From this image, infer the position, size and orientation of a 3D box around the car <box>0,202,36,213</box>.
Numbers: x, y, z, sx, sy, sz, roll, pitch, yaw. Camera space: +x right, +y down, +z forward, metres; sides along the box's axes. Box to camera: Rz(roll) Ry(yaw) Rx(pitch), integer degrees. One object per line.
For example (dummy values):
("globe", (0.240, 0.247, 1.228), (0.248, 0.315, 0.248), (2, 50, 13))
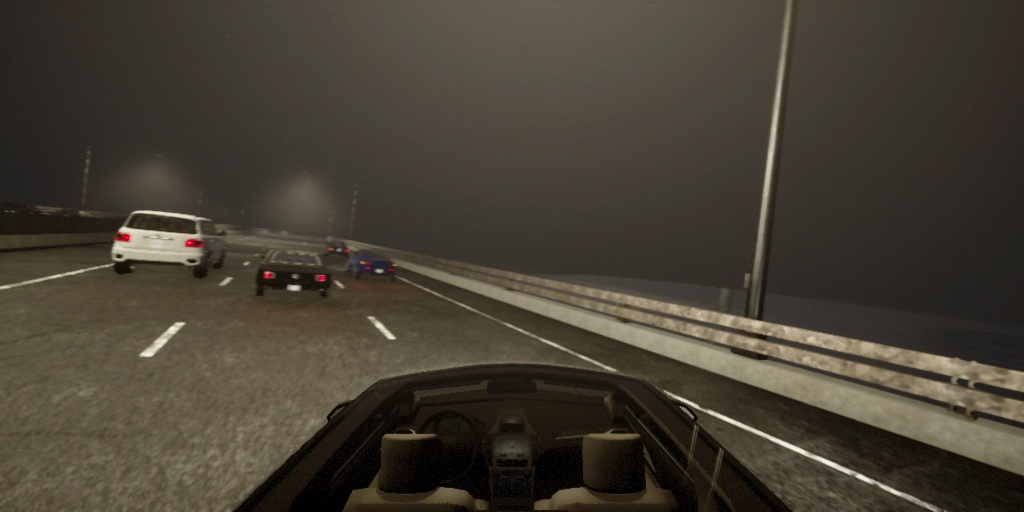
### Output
("car", (-44.400, -4.045, 31.994), (1.837, 1.490, 4.892), (7, 0, -31))

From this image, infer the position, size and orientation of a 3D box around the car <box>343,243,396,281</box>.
("car", (-7.211, 0.360, 18.290), (1.812, 1.442, 4.674), (7, 0, -32))

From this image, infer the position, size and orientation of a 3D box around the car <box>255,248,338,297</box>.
("car", (-7.210, 0.458, 11.863), (1.895, 1.301, 4.718), (7, 0, -33))

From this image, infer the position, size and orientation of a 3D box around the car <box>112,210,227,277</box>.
("car", (-11.962, -0.484, 12.926), (2.150, 2.045, 5.566), (7, 0, -32))

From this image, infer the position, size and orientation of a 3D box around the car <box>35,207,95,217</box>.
("car", (-41.385, -3.656, 33.755), (2.033, 1.411, 5.357), (7, 0, -31))

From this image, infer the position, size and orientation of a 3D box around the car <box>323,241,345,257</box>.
("car", (-15.325, -0.610, 31.301), (2.033, 1.411, 5.357), (7, 0, -31))
